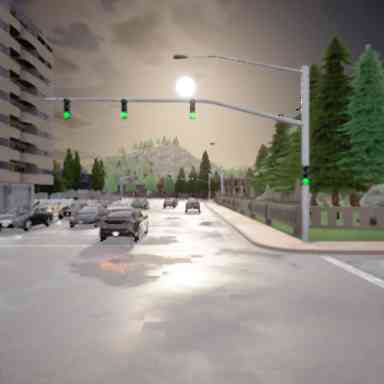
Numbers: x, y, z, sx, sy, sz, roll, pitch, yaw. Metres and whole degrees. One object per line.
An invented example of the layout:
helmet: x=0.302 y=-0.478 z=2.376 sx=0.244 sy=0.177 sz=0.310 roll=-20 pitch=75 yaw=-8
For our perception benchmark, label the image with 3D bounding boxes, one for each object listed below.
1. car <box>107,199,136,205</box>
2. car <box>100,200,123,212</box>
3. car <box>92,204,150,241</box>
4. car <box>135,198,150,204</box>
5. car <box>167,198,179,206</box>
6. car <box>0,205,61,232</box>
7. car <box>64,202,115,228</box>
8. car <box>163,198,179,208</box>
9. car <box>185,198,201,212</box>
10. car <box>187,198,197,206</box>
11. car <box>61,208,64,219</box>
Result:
car: x=-7.087 y=1.694 z=32.514 sx=1.812 sy=1.442 sz=4.674 roll=0 pitch=0 yaw=0
car: x=-10.573 y=1.779 z=44.065 sx=1.994 sy=1.385 sz=4.181 roll=0 pitch=0 yaw=0
car: x=-3.400 y=1.612 z=17.248 sx=1.837 sy=1.490 sz=4.892 roll=0 pitch=0 yaw=0
car: x=-7.069 y=1.571 z=45.477 sx=2.097 sy=1.767 sz=4.553 roll=0 pitch=0 yaw=0
car: x=-3.504 y=1.830 z=62.280 sx=2.033 sy=1.411 sz=5.357 roll=0 pitch=0 yaw=0
car: x=-10.594 y=1.618 z=21.355 sx=2.128 sy=1.511 sz=4.902 roll=0 pitch=0 yaw=0
car: x=-7.090 y=1.658 z=23.496 sx=1.812 sy=1.442 sz=4.674 roll=0 pitch=0 yaw=0
car: x=-3.504 y=1.737 z=52.690 sx=2.128 sy=1.511 sz=4.902 roll=0 pitch=0 yaw=0
car: x=0.097 y=1.707 z=42.256 sx=1.837 sy=1.490 sz=4.892 roll=0 pitch=0 yaw=0
car: x=-0.004 y=1.809 z=62.934 sx=1.812 sy=1.442 sz=4.674 roll=0 pitch=0 yaw=0
car: x=-10.593 y=1.725 z=30.272 sx=1.994 sy=1.385 sz=4.181 roll=0 pitch=0 yaw=0
